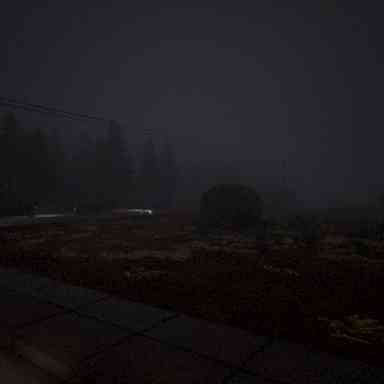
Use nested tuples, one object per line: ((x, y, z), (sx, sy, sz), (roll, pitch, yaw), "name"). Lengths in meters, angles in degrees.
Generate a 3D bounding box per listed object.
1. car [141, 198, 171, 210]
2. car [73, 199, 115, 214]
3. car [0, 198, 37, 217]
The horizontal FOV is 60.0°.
((-4.660, 1.552, 44.314), (1.812, 1.442, 4.674), (0, 0, 37), "car")
((-10.618, 1.518, 36.292), (2.128, 1.511, 4.902), (0, 0, 37), "car")
((-16.065, 1.379, 28.947), (2.097, 1.767, 4.553), (0, 0, 37), "car")
